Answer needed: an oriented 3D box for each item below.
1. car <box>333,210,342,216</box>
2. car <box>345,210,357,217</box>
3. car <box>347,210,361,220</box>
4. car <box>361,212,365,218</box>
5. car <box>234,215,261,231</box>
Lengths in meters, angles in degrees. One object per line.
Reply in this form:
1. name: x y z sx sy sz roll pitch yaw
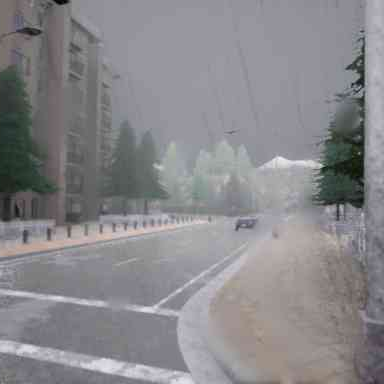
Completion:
1. car: 37.787 5.535 86.283 2.007 1.523 4.514 0 -2 18
2. car: 40.778 5.535 85.337 2.152 1.636 5.027 0 -2 18
3. car: 29.538 4.418 61.616 1.845 1.501 3.633 0 -2 18
4. car: 34.717 4.763 67.699 1.970 1.475 3.806 0 -2 18
5. car: 5.428 2.984 32.492 1.812 1.442 4.674 0 -3 18
